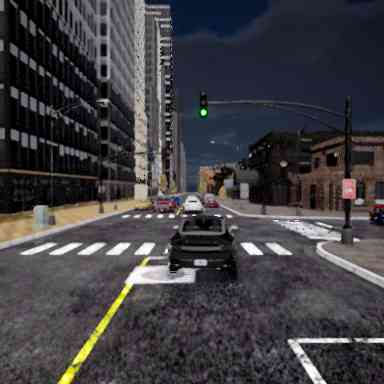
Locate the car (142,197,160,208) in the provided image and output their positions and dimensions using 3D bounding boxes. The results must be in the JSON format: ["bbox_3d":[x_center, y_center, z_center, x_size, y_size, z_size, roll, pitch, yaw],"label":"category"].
[{"bbox_3d":[-5.673,1.484,46.098,1.947,1.339,4.313,-1,0,0],"label":"car"}]

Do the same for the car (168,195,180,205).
[{"bbox_3d":[-3.006,1.378,56.448,1.882,1.535,5.008,0,0,0],"label":"car"}]

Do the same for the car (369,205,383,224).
[{"bbox_3d":[14.814,1.653,23.196,4.181,1.385,1.994,1,1,1],"label":"car"}]

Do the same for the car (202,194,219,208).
[{"bbox_3d":[2.672,1.358,46.045,1.967,1.590,4.097,-1,0,0],"label":"car"}]

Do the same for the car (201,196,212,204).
[{"bbox_3d":[2.672,1.471,62.977,1.802,1.307,4.206,-1,0,0],"label":"car"}]

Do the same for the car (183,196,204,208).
[{"bbox_3d":[0.098,1.461,36.195,1.812,1.442,4.674,0,0,0],"label":"car"}]

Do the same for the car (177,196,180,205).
[{"bbox_3d":[-3.095,1.482,46.064,1.994,1.385,4.181,0,0,-1],"label":"car"}]

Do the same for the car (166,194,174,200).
[{"bbox_3d":[-5.678,1.378,85.437,1.752,1.417,4.829,-1,0,0],"label":"car"}]

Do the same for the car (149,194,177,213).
[{"bbox_3d":[-3.098,1.286,36.609,2.097,1.767,4.553,0,0,0],"label":"car"}]

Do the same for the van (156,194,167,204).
[{"bbox_3d":[-5.679,1.230,63.031,1.690,1.788,3.998,-1,0,0],"label":"van"}]

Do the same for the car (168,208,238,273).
[{"bbox_3d":[0.400,1.485,10.597,1.837,1.490,4.892,0,0,4],"label":"car"}]

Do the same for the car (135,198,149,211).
[{"bbox_3d":[-5.843,1.453,40.285,1.752,1.417,4.829,-1,0,0],"label":"car"}]

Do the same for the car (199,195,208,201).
[{"bbox_3d":[2.670,1.412,79.909,2.008,1.369,4.403,-1,0,0],"label":"car"}]

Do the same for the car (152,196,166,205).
[{"bbox_3d":[-5.674,1.465,57.387,1.947,1.339,4.313,-1,0,0],"label":"car"}]
